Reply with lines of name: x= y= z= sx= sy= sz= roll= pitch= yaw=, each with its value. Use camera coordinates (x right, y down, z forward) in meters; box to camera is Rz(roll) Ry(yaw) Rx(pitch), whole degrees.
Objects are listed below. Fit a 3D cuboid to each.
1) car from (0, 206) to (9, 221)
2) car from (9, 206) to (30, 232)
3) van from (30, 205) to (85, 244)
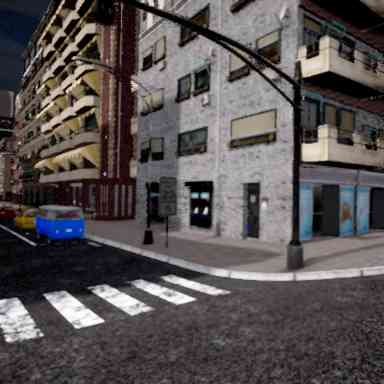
car: x=-17.546 y=2.018 z=31.559 sx=1.802 sy=1.307 sz=4.206 roll=1 pitch=-1 yaw=-36
car: x=-11.018 y=1.853 z=22.764 sx=1.752 sy=1.417 sz=4.829 roll=1 pitch=-1 yaw=-36
van: x=-6.898 y=1.602 z=17.214 sx=1.690 sy=1.788 sz=3.998 roll=1 pitch=-1 yaw=-36
